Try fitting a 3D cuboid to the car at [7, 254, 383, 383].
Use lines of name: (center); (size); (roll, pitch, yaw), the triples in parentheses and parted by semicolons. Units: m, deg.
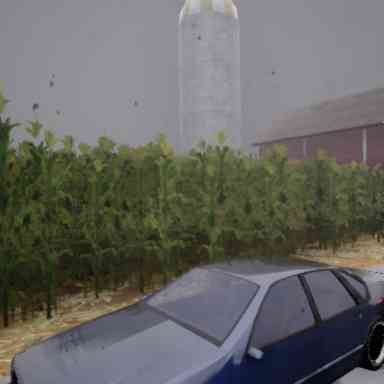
car: (0.765, 1.579, 4.118); (5.357, 1.411, 2.033); (0, -1, -37)
